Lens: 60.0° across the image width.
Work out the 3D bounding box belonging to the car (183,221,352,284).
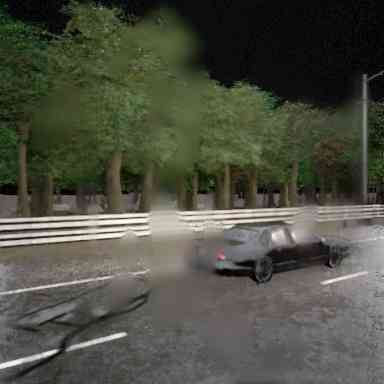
[{"bbox_3d":[2.364,1.561,9.620,5.357,1.411,2.033,0,0,-34],"label":"car"}]
